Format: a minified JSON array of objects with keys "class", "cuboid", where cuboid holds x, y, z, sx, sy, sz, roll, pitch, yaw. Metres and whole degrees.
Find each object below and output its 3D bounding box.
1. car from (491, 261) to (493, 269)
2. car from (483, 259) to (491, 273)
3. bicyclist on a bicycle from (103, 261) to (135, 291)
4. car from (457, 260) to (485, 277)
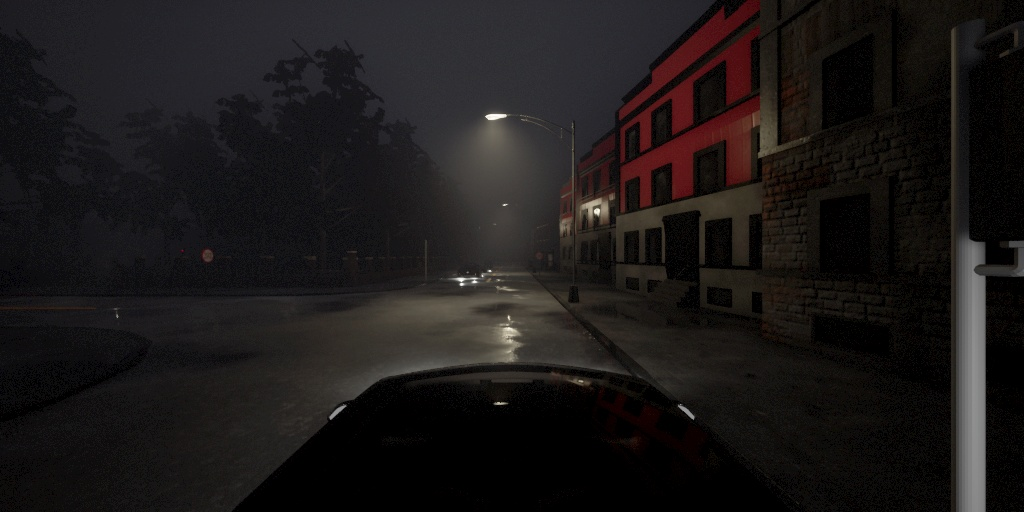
[{"class":"car","cuboid":[-3.971,1.228,54.351,1.882,1.535,5.008,0,0,0]},{"class":"car","cuboid":[-4.017,1.297,43.939,2.033,1.411,5.357,0,0,0]},{"class":"bicyclist on a bicycle","cuboid":[-21.814,1.099,19.925,0.582,1.620,1.656,0,0,0]},{"class":"car","cuboid":[-4.036,1.314,34.647,1.994,1.385,4.181,0,0,0]}]
